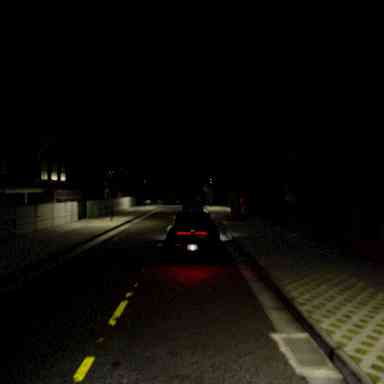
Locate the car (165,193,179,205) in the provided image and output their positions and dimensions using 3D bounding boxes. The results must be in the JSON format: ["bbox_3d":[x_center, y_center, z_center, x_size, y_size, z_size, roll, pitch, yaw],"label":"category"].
[{"bbox_3d":[-3.443,1.187,58.041,2.150,2.045,5.566,0,0,-3],"label":"car"}]

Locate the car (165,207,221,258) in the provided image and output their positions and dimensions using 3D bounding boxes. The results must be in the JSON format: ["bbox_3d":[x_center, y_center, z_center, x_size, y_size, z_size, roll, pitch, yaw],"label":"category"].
[{"bbox_3d":[0.045,1.497,12.724,1.837,1.490,4.892,0,-1,1],"label":"car"}]

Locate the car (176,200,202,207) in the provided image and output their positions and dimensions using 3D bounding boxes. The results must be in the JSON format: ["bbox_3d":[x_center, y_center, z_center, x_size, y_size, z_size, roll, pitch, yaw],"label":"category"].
[{"bbox_3d":[0.035,1.532,25.931,2.033,1.411,5.357,0,0,1],"label":"car"}]
